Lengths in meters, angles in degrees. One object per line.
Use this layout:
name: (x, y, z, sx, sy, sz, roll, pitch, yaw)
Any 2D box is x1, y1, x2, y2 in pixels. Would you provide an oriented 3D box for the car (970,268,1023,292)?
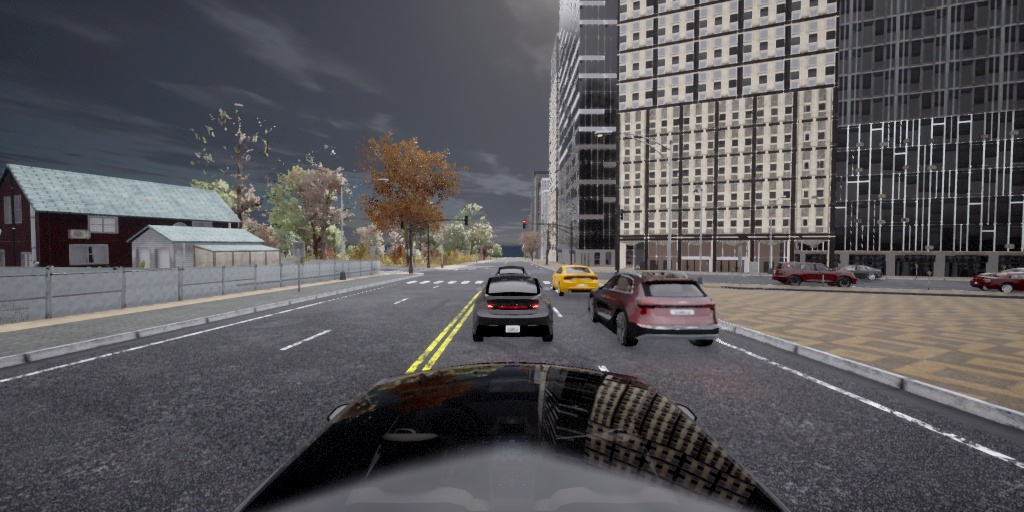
car: (33.618, 1.715, 23.611, 4.507, 1.381, 1.888, 0, 0, 20)

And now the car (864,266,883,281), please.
car: (30.988, 1.468, 32.952, 4.403, 1.370, 2.007, 0, 0, 20)

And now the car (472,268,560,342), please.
car: (0.030, 1.252, 9.783, 1.837, 1.490, 4.892, 0, 0, 0)

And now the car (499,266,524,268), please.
car: (-0.031, 1.251, 18.450, 1.837, 1.490, 4.892, 0, 0, 0)

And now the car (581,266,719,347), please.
car: (3.335, 1.176, 9.273, 2.033, 1.649, 4.856, 0, 0, 0)

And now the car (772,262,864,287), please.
car: (22.965, 1.393, 27.489, 5.009, 1.841, 2.192, 0, 0, 20)

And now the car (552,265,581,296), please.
car: (3.283, 1.224, 19.263, 1.882, 1.535, 5.008, 0, 0, 0)
